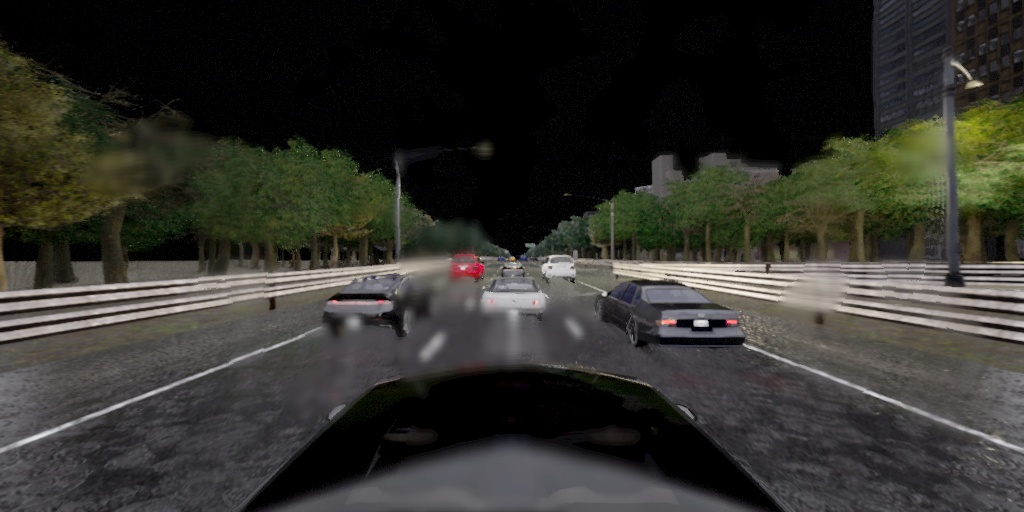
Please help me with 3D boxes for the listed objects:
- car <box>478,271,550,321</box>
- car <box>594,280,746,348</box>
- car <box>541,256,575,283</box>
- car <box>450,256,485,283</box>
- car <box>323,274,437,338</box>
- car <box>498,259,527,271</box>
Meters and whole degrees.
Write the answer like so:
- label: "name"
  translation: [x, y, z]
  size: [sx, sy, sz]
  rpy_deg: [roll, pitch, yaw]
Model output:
- label: "car"
  translation: [0.077, 1.373, 12.477]
  size: [1.895, 1.301, 4.718]
  rpy_deg: [0, 0, 0]
- label: "car"
  translation: [3.563, 1.313, 9.236]
  size: [2.033, 1.411, 5.357]
  rpy_deg: [0, 0, 0]
- label: "car"
  translation: [3.581, 0.985, 28.280]
  size: [2.150, 2.045, 5.566]
  rpy_deg: [0, 0, 0]
- label: "car"
  translation: [-3.420, 0.985, 28.236]
  size: [2.150, 2.045, 5.566]
  rpy_deg: [0, 0, 0]
- label: "car"
  translation: [-3.434, 1.259, 10.245]
  size: [2.128, 1.511, 4.902]
  rpy_deg: [0, 0, 0]
- label: "car"
  translation: [0.081, 1.254, 29.141]
  size: [2.128, 1.511, 4.902]
  rpy_deg: [0, 0, 0]
